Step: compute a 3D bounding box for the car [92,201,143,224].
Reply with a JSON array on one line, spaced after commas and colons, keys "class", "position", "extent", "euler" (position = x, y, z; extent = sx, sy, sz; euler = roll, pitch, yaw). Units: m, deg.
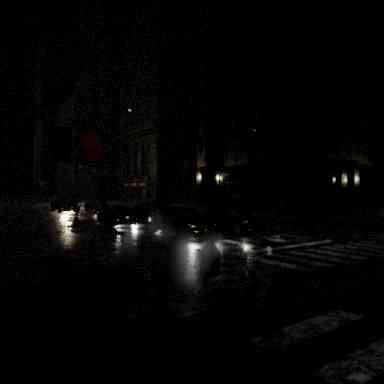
[{"class": "car", "position": [-5.761, 1.651, 25.396], "extent": [1.994, 1.385, 4.181], "euler": [1, 0, -35]}]

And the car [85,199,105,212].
[{"class": "car", "position": [-10.718, 1.589, 38.053], "extent": [1.882, 1.535, 5.008], "euler": [1, 0, -35]}]

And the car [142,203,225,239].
[{"class": "car", "position": [-0.638, 1.595, 18.158], "extent": [1.837, 1.490, 4.892], "euler": [1, 0, -35]}]

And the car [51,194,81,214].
[{"class": "car", "position": [-14.328, 1.298, 37.536], "extent": [2.150, 2.045, 5.566], "euler": [1, 1, -35]}]

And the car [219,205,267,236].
[{"class": "car", "position": [2.196, 1.593, 19.776], "extent": [1.882, 1.535, 5.008], "euler": [1, 0, -37]}]

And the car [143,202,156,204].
[{"class": "car", "position": [-3.300, 1.589, 27.546], "extent": [1.882, 1.535, 5.008], "euler": [1, 0, -35]}]
